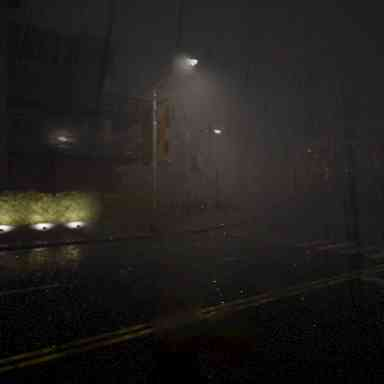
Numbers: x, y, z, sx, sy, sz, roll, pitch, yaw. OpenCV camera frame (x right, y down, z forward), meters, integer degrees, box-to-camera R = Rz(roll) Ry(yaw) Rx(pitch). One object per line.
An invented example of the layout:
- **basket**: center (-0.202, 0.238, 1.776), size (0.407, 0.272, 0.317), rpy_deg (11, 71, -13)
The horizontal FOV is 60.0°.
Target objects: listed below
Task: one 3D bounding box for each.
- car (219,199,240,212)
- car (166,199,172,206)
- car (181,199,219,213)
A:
- **car**: center (3.613, 1.535, 38.464), size (1.994, 1.385, 4.181), rpy_deg (0, 0, -34)
- **car**: center (-4.902, 1.453, 51.137), size (2.128, 1.511, 4.902), rpy_deg (0, 0, -34)
- **car**: center (0.512, 1.496, 36.798), size (1.812, 1.442, 4.674), rpy_deg (0, 0, -34)
